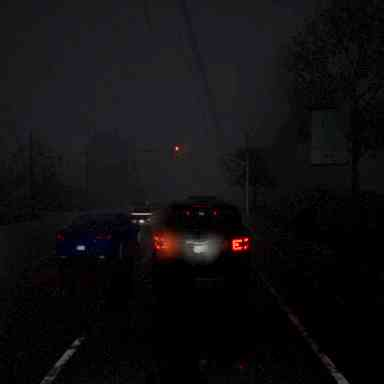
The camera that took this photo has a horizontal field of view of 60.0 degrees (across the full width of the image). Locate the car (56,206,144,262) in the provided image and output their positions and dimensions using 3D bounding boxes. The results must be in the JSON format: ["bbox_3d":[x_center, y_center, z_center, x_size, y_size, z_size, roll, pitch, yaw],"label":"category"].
[{"bbox_3d":[-3.169,1.477,12.166,1.882,1.535,5.008,0,0,2],"label":"car"}]

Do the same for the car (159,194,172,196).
[{"bbox_3d":[-4.438,1.475,49.106,1.882,1.535,5.008,0,0,6],"label":"car"}]

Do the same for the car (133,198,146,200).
[{"bbox_3d":[-7.866,1.562,49.950,1.994,1.385,4.181,0,0,6],"label":"car"}]

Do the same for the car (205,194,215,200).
[{"bbox_3d":[4.873,1.386,88.815,2.033,1.411,5.357,0,0,11],"label":"car"}]

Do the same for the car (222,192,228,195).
[{"bbox_3d":[6.611,1.347,78.457,2.097,1.767,4.553,0,0,10],"label":"car"}]

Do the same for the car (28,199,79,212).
[{"bbox_3d":[-15.541,1.545,37.419,5.357,1.411,2.033,0,0,4],"label":"car"}]

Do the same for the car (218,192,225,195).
[{"bbox_3d":[0.596,1.221,19.560,2.150,2.045,5.566,0,0,2],"label":"car"}]

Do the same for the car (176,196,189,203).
[{"bbox_3d":[-1.964,1.523,68.801,1.812,1.442,4.674,0,0,8],"label":"car"}]

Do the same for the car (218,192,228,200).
[{"bbox_3d":[8.399,1.090,88.623,2.150,2.045,5.566,0,0,11],"label":"car"}]

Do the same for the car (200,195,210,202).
[{"bbox_3d":[3.156,1.515,79.013,1.812,1.442,4.674,0,0,10],"label":"car"}]

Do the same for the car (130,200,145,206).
[{"bbox_3d":[-2.806,1.491,21.657,2.128,1.511,4.902,0,0,2],"label":"car"}]

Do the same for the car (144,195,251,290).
[{"bbox_3d":[0.254,1.221,9.228,2.150,2.045,5.566,0,0,1],"label":"car"}]
